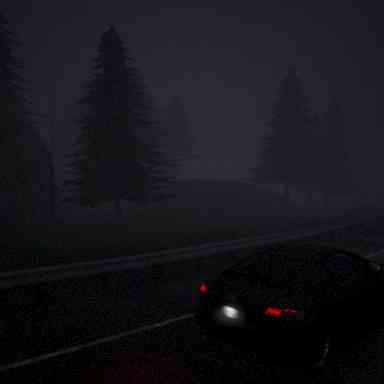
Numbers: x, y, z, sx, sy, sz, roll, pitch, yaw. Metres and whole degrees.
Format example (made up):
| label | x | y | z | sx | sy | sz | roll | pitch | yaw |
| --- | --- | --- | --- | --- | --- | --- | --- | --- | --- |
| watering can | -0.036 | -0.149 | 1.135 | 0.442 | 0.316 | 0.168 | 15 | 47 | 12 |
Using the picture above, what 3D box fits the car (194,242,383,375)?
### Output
| label | x | y | z | sx | sy | sz | roll | pitch | yaw |
| --- | --- | --- | --- | --- | --- | --- | --- | --- | --- |
| car | 2.059 | 1.576 | 5.721 | 4.181 | 1.385 | 1.994 | 0 | 0 | -39 |
